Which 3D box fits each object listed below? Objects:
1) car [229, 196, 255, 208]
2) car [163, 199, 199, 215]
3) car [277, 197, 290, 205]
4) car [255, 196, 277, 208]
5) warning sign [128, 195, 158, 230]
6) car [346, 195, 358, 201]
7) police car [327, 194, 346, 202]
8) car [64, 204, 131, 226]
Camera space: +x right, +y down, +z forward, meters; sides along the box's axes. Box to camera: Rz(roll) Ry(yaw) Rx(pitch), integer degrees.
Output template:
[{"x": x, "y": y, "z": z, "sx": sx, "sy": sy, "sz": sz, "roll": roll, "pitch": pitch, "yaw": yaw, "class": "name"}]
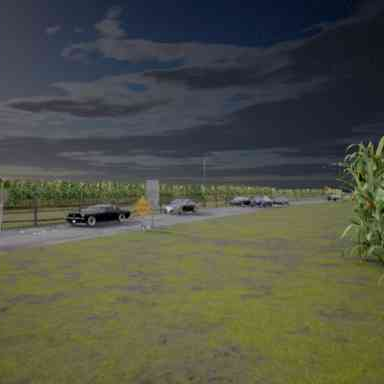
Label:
[{"x": 7.052, "y": 1.399, "z": 48.486, "sx": 1.882, "sy": 1.535, "sz": 5.008, "roll": 1, "pitch": 0, "yaw": 30, "class": "car"}, {"x": -1.034, "y": 1.435, "z": 33.148, "sx": 2.128, "sy": 1.511, "sz": 4.902, "roll": 1, "pitch": 0, "yaw": 28, "class": "car"}, {"x": 15.151, "y": 1.505, "z": 56.534, "sx": 1.994, "sy": 1.385, "sz": 4.181, "roll": 1, "pitch": 0, "yaw": 34, "class": "car"}, {"x": 10.236, "y": 1.302, "z": 48.295, "sx": 2.097, "sy": 1.767, "sz": 4.553, "roll": 1, "pitch": 0, "yaw": 30, "class": "car"}, {"x": -2.765, "y": 1.128, "z": 18.843, "sx": 1.300, "sy": 1.860, "sz": 1.060, "roll": 1, "pitch": 0, "yaw": 30, "class": "warning sign"}, {"x": 40.603, "y": 1.371, "z": 84.582, "sx": 5.366, "sy": 1.575, "sz": 1.801, "roll": 0, "pitch": 1, "yaw": -42, "class": "car"}, {"x": 33.397, "y": 1.350, "z": 77.754, "sx": 1.930, "sy": 1.638, "sz": 5.238, "roll": 1, "pitch": 1, "yaw": 45, "class": "police car"}, {"x": -6.466, "y": 1.557, "z": 23.170, "sx": 1.895, "sy": 1.301, "sz": 4.718, "roll": 1, "pitch": 0, "yaw": 29, "class": "car"}]
